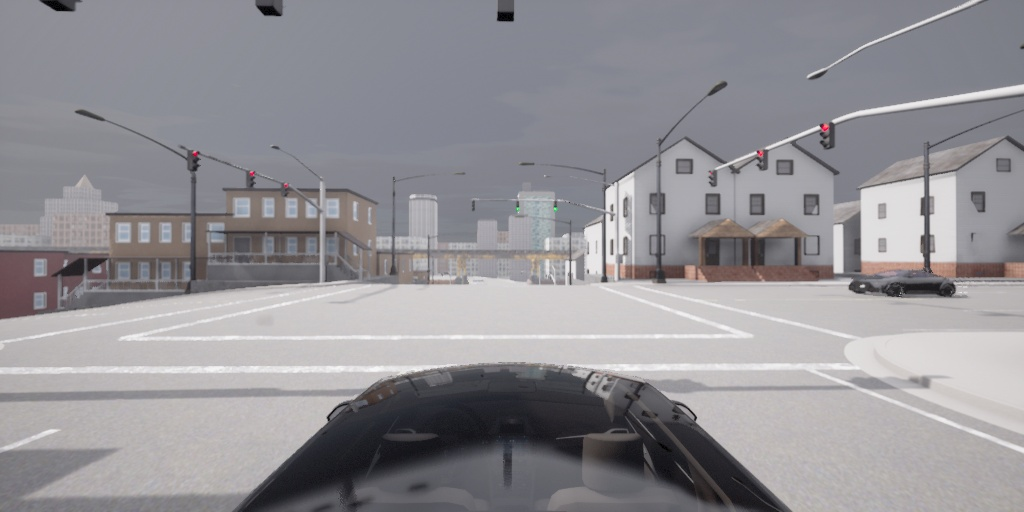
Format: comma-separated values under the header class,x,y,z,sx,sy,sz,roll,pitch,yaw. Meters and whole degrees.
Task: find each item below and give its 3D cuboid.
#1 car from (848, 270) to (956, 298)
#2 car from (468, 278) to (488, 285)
class,x,y,z,sx,sy,sz,roll,pitch,yaw
car,20.377,1.408,18.836,4.181,1.385,1.994,0,0,-1
car,-3.541,3.099,37.994,1.812,1.442,4.674,0,-8,0
